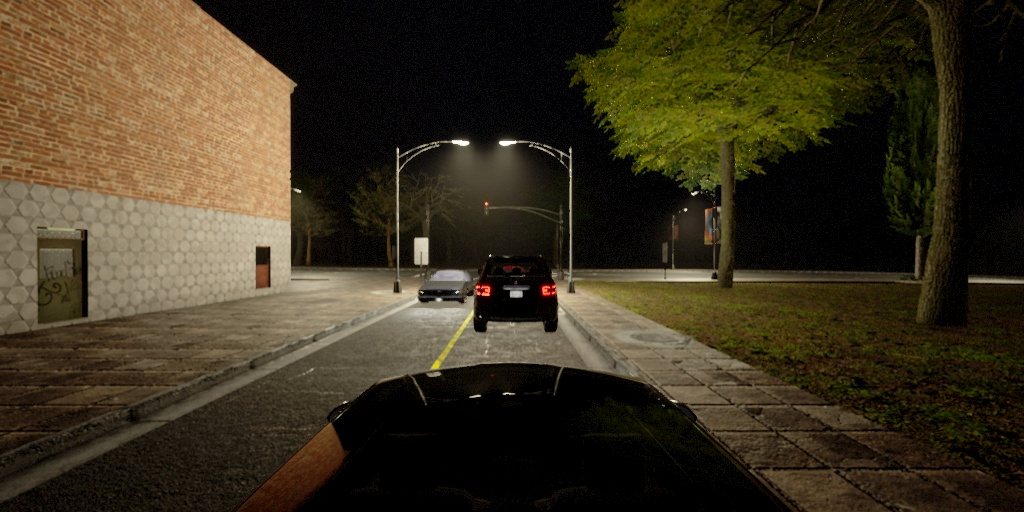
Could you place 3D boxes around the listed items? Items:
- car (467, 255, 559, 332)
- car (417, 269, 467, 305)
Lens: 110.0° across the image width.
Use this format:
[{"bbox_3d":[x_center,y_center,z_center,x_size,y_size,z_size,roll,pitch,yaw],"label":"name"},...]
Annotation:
[{"bbox_3d":[0.088,0.986,11.003,2.150,2.045,5.566,0,0,0],"label":"car"},{"bbox_3d":[-2.821,1.328,16.567,2.033,1.411,5.357,0,0,0],"label":"car"}]
